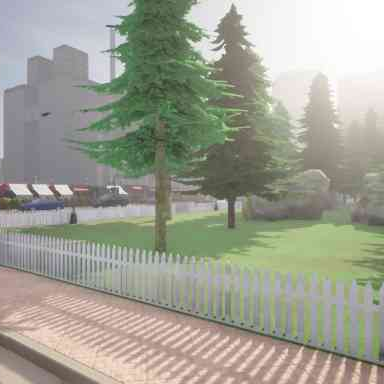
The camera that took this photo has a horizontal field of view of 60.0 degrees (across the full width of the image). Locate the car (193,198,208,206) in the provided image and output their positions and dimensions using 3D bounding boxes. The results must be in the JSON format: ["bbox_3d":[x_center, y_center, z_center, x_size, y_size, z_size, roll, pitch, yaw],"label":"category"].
[{"bbox_3d":[2.158,1.601,52.302,1.895,1.301,4.718,0,0,34],"label":"car"}]

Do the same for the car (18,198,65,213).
[{"bbox_3d":[-16.738,1.478,37.172,1.882,1.535,5.008,0,0,34],"label":"car"}]

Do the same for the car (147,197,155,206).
[{"bbox_3d":[-5.305,1.352,54.038,2.097,1.767,4.553,0,0,34],"label":"car"}]

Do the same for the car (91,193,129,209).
[{"bbox_3d":[-11.092,1.221,45.533,2.150,2.045,5.566,0,0,34],"label":"car"}]
